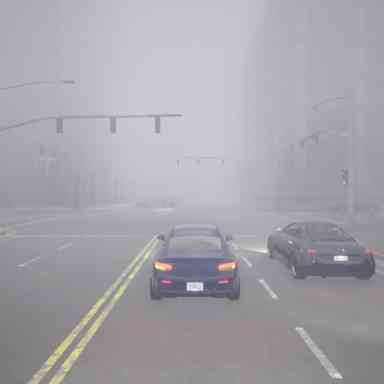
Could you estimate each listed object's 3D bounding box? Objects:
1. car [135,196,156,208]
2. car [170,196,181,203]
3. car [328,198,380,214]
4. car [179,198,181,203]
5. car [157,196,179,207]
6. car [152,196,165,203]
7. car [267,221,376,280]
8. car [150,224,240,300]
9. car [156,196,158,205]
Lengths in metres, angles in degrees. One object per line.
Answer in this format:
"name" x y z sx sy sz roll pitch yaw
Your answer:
"car" -6.994 1.547 48.452 2.033 1.411 5.357 0 0 0
"car" -3.351 1.564 69.253 1.994 1.385 4.181 0 0 0
"car" 16.780 1.422 34.500 5.008 1.535 1.882 0 0 0
"car" -3.448 1.477 59.250 1.882 1.535 5.008 0 0 0
"car" -3.489 1.491 49.659 2.128 1.511 4.902 0 0 0
"car" -6.856 1.547 68.726 2.033 1.411 5.357 0 0 0
"car" 3.593 1.564 9.992 1.994 1.385 4.181 0 0 0
"car" 0.077 1.526 8.256 1.812 1.442 4.674 0 0 1
"car" -6.957 1.505 58.186 1.837 1.490 4.892 0 0 0
